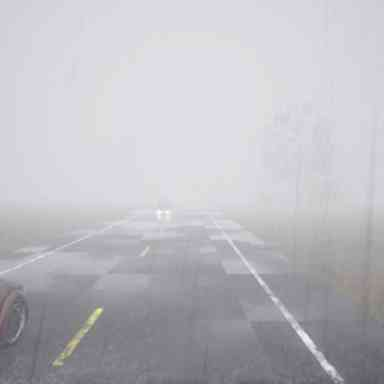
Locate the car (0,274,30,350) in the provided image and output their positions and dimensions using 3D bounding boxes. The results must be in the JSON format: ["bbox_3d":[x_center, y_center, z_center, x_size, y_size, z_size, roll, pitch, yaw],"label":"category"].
[{"bbox_3d":[-3.504,1.567,3.445,1.994,1.385,4.181,0,0,0],"label":"car"}]

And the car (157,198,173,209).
[{"bbox_3d":[-3.563,1.509,44.497,2.128,1.511,4.902,0,0,0],"label":"car"}]
